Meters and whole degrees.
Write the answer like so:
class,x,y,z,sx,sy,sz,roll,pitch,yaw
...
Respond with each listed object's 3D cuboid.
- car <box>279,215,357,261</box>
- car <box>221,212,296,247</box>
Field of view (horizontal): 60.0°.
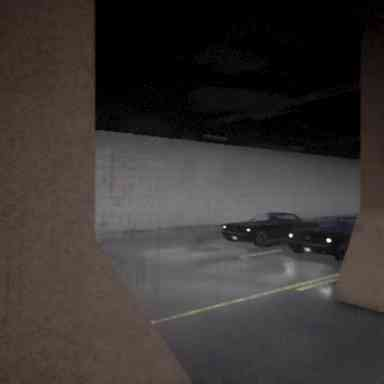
class,x,y,z,sx,sy,sz,roll,pitch,yaw
car,5.632,1.603,12.313,4.718,1.301,1.895,0,0,-36
car,3.587,1.602,15.154,4.718,1.301,1.895,0,0,-36
